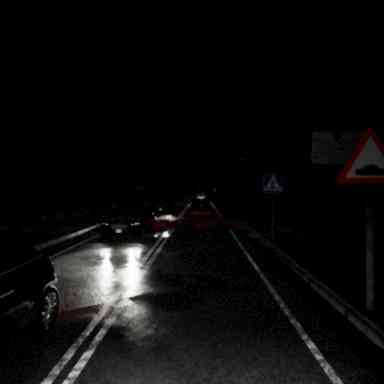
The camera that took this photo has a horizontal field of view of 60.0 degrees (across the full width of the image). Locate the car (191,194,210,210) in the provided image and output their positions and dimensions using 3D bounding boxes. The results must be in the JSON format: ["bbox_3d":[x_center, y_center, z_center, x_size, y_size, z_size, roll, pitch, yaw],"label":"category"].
[{"bbox_3d":[0.945,1.115,36.037,2.128,1.511,4.902,0,1,2],"label":"car"}]

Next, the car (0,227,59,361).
[{"bbox_3d":[-3.284,1.313,3.588,2.097,1.767,4.553,0,0,2],"label":"car"}]

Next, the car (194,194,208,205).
[{"bbox_3d":[1.300,1.035,47.718,1.812,1.442,4.674,0,1,2],"label":"car"}]

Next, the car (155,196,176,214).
[{"bbox_3d":[-2.550,1.168,30.280,2.128,1.511,4.902,0,1,2],"label":"car"}]

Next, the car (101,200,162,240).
[{"bbox_3d":[-2.954,1.330,16.110,2.128,1.511,4.902,0,0,2],"label":"car"}]
